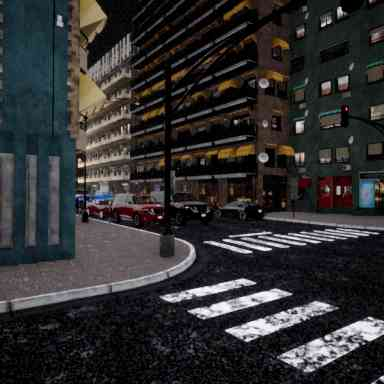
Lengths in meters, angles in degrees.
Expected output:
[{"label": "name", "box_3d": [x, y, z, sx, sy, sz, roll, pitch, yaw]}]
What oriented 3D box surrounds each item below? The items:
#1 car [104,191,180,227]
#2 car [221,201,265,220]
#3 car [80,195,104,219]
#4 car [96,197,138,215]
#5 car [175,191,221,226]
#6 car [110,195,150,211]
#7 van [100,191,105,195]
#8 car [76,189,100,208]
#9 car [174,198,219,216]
[{"label": "car", "box_3d": [-3.214, 1.033, 20.302, 2.192, 1.841, 5.009, 2, 0, -36]}, {"label": "car", "box_3d": [3.597, 1.353, 25.174, 1.947, 1.339, 4.313, 2, 0, -36]}, {"label": "car", "box_3d": [-6.480, 1.182, 24.819, 1.887, 1.381, 4.507, 2, 0, -36]}, {"label": "car", "box_3d": [-6.762, 1.201, 29.616, 1.895, 1.301, 4.718, 1, 0, -36]}, {"label": "car", "box_3d": [-0.941, 0.966, 21.551, 2.150, 2.045, 5.566, 1, 0, -36]}, {"label": "car", "box_3d": [-6.609, 1.113, 34.885, 2.033, 1.411, 5.357, 1, 0, -36]}, {"label": "van", "box_3d": [-12.697, 0.725, 47.760, 1.690, 1.788, 3.998, 2, 0, -36]}, {"label": "car", "box_3d": [-12.913, 0.669, 38.171, 2.150, 2.045, 5.566, 1, 0, -35]}, {"label": "car", "box_3d": [0.337, 1.288, 29.691, 1.802, 1.307, 4.206, 2, 0, -36]}]
